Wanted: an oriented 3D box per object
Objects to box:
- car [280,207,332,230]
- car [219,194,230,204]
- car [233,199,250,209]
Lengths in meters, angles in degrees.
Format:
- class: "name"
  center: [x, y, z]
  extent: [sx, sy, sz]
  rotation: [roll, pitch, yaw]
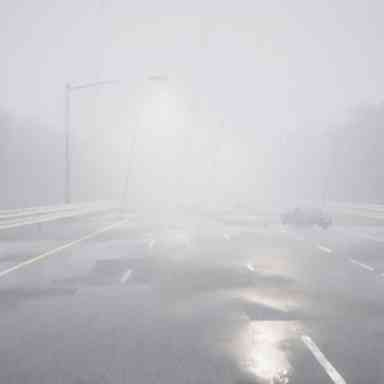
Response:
- class: "car"
  center: [6.996, 1.606, 21.006]
  extent: [1.895, 1.301, 4.718]
  rotation: [0, 0, 0]
- class: "car"
  center: [7.190, 1.568, 74.243]
  extent: [2.150, 2.045, 5.566]
  rotation: [0, -1, 0]
- class: "car"
  center: [7.055, 1.683, 47.908]
  extent: [1.895, 1.301, 4.718]
  rotation: [0, 0, 0]
